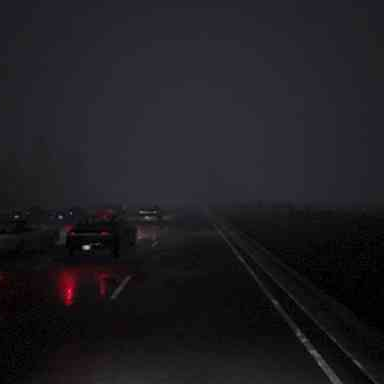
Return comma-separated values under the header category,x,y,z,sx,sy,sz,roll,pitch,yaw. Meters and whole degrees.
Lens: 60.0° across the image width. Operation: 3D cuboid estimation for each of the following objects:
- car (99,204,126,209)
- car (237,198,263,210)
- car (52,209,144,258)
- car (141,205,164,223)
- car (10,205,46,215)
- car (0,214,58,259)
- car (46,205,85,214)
category,x,y,z,sx,sy,sz,roll,pitch,yaw
car,-6.978,1.819,29.199,1.882,1.535,5.008,0,0,0
car,8.921,1.805,50.678,3.866,1.878,1.905,0,-1,0
car,-3.484,1.652,13.466,2.128,1.511,4.902,0,-1,0
car,-3.484,1.826,28.473,2.128,1.511,4.902,0,-1,0
car,-13.980,1.863,28.864,1.812,1.442,4.674,0,0,0
car,-6.987,1.757,13.213,1.895,1.301,4.718,0,-1,0
car,-10.480,1.863,28.853,1.812,1.442,4.674,0,0,0
